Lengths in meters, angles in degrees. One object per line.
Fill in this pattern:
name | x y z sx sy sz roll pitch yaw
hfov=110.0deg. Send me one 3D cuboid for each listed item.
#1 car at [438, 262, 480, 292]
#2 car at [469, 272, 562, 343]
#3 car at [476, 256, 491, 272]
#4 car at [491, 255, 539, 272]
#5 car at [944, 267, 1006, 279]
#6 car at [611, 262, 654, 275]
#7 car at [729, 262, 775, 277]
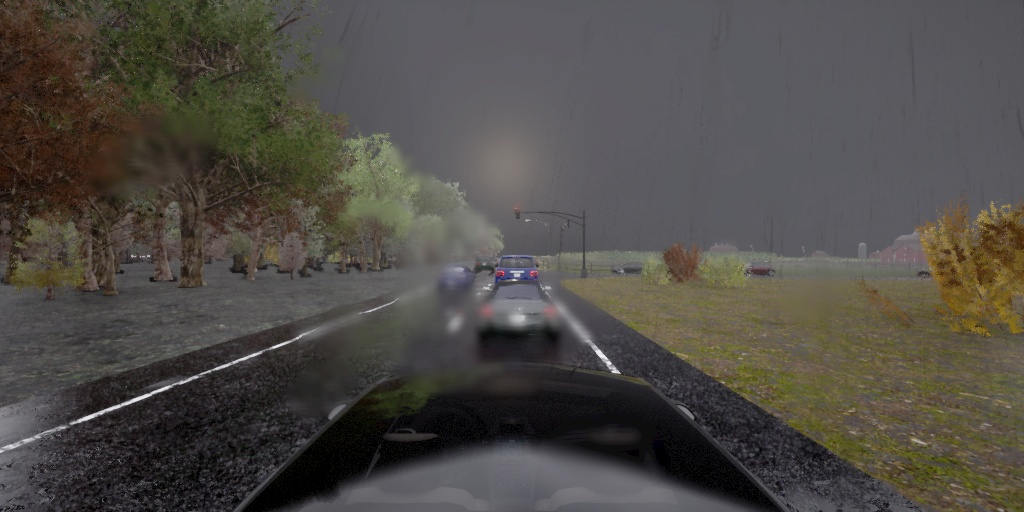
car | -3.216 1.281 21.499 1.812 1.442 4.674 0 0 1
car | 0.169 1.316 9.672 1.994 1.385 4.181 0 0 1
car | -3.020 0.981 42.041 2.150 2.045 5.566 0 0 1
car | 0.263 0.976 19.085 2.150 2.045 5.566 0 0 1
car | 49.441 1.849 37.981 4.181 1.385 1.994 1 -1 2
car | 14.205 1.467 42.288 4.892 1.490 1.837 1 -1 3
car | 27.943 1.462 41.913 4.553 1.767 2.097 1 -1 1
